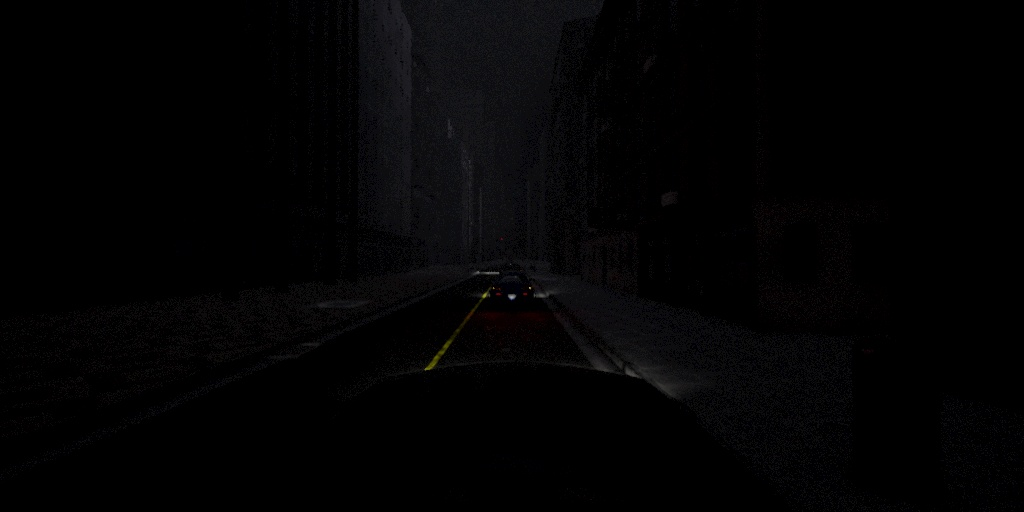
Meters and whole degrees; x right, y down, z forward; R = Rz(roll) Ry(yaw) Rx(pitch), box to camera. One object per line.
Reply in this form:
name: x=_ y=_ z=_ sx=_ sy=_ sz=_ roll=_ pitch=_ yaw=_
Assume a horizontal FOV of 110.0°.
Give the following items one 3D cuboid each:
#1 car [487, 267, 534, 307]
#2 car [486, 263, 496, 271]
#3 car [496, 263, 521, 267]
car: x=0.000 y=1.417 z=16.235 sx=1.812 sy=1.442 sz=4.674 roll=0 pitch=0 yaw=0
car: x=-3.022 y=1.887 z=58.251 sx=1.994 sy=1.385 sz=4.181 roll=0 pitch=-1 yaw=0
car: x=-0.007 y=1.386 z=30.927 sx=2.097 sy=1.767 sz=4.553 roll=0 pitch=-1 yaw=0
